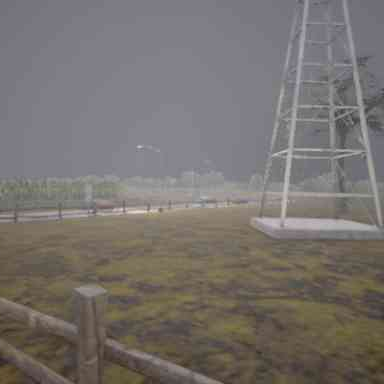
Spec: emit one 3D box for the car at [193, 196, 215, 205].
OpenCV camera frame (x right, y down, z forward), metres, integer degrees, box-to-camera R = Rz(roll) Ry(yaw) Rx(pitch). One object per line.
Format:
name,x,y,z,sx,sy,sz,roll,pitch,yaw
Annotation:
car,2.114,1.429,56.614,2.128,1.511,4.902,2,1,36

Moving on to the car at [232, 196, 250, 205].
car,9.122,1.513,61.569,2.128,1.511,4.902,2,1,35

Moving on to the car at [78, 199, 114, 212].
car,-10.981,1.514,38.270,1.994,1.385,4.181,2,1,35

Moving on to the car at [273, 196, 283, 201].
car,20.614,1.582,77.958,1.882,1.535,5.008,2,1,35
